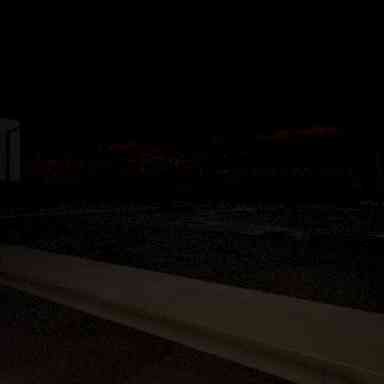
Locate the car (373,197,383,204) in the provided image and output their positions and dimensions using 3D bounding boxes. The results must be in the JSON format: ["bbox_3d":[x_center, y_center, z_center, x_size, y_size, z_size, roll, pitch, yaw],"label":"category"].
[{"bbox_3d":[37.548,1.576,65.367,1.853,1.218,4.536,1,1,6],"label":"car"}]

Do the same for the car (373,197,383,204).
[{"bbox_3d":[37.541,1.734,65.317,2.038,1.542,4.974,1,1,6],"label":"car"}]
